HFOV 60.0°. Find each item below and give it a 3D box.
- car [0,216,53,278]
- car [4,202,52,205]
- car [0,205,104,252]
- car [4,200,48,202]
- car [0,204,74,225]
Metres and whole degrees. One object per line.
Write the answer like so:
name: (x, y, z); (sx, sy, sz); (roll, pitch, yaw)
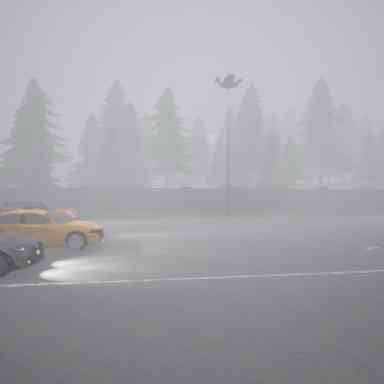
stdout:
car: (-6.359, 1.518, 9.184); (4.181, 1.385, 1.994); (0, 0, -9)
car: (-8.131, 1.421, 15.987); (4.902, 1.511, 2.128); (0, 0, -9)
car: (-5.971, 1.422, 12.793); (5.008, 1.535, 1.882); (0, 0, -9)
car: (-8.906, 1.270, 19.408); (4.553, 1.767, 2.097); (0, 0, -9)
car: (-10.693, 1.504, 22.664); (4.718, 1.301, 1.895); (0, 0, -9)
